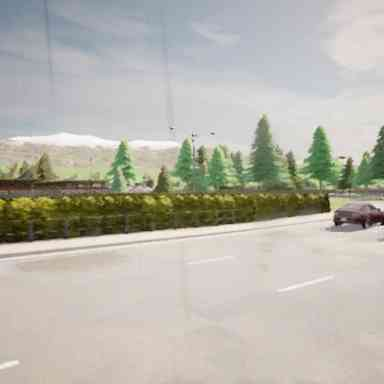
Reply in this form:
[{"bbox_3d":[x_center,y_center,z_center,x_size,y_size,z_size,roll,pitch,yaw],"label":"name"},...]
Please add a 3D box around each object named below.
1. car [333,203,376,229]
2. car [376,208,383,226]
[{"bbox_3d":[10.312,1.387,20.387,4.674,1.442,1.812,-1,0,-42],"label":"car"},{"bbox_3d":[11.322,1.365,16.117,4.902,1.511,2.128,0,0,-35],"label":"car"}]
